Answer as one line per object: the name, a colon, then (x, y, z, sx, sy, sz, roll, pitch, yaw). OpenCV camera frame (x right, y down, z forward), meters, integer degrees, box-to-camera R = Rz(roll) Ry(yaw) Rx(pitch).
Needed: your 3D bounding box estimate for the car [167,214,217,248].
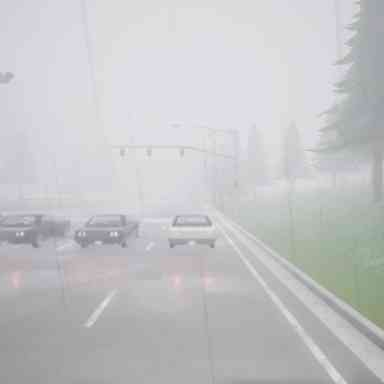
car: (0.000, 1.613, 14.680, 1.895, 1.301, 4.718, 0, 0, 0)

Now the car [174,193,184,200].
car: (-3.500, 1.255, 86.858, 2.097, 1.767, 4.553, 0, 0, 0)

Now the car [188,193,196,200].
car: (0.000, 1.425, 86.888, 2.128, 1.511, 4.902, 0, 0, 0)

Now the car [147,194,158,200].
car: (-10.500, 1.495, 86.918, 1.895, 1.301, 4.718, 0, 0, 0)

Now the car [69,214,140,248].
car: (-3.500, 1.613, 14.680, 1.895, 1.301, 4.718, 0, 0, 0)

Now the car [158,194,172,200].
car: (-7.000, 1.408, 86.472, 2.128, 1.511, 4.902, 0, 0, 0)

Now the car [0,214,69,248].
car: (-7.000, 1.613, 14.680, 1.895, 1.301, 4.718, 0, 0, 0)
